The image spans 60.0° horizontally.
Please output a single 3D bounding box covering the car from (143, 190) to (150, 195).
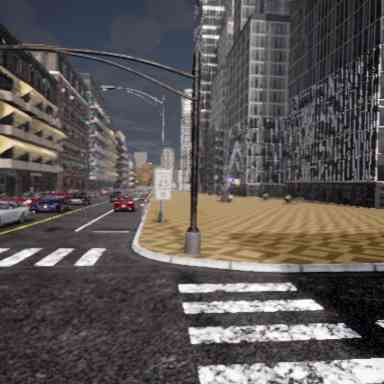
[{"bbox_3d":[-12.522,0.018,91.384,1.802,1.307,4.206,0,1,-6],"label":"car"}]

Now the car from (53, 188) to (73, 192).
[{"bbox_3d":[-15.365,0.428,39.885,2.192,1.841,5.009,0,1,-6],"label":"car"}]

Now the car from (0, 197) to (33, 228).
[{"bbox_3d":[-10.327,1.130,17.410,1.895,1.301,4.718,1,1,-6],"label":"car"}]

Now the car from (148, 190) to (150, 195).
[{"bbox_3d":[-9.495,0.431,63.305,1.887,1.381,4.507,0,1,-6],"label":"car"}]

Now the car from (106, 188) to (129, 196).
[{"bbox_3d":[-10.174,0.628,45.837,1.837,1.490,4.892,1,1,-6],"label":"car"}]

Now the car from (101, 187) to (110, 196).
[{"bbox_3d":[-18.997,-0.117,73.579,2.192,1.841,5.009,0,1,-6],"label":"car"}]

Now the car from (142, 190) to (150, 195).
[{"bbox_3d":[-11.916,0.070,85.768,1.887,1.381,4.507,0,1,-6],"label":"car"}]

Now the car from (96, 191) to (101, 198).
[{"bbox_3d":[-17.182,0.422,56.736,1.802,1.307,4.206,0,1,-6],"label":"car"}]

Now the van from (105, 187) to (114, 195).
[{"bbox_3d":[-19.602,-0.180,79.194,1.690,1.788,3.998,0,1,-6],"label":"van"}]

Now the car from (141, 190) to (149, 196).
[{"bbox_3d":[-11.329,0.138,80.321,1.752,1.417,4.829,0,1,-6],"label":"car"}]

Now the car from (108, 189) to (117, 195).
[{"bbox_3d":[-20.208,-0.029,84.814,1.802,1.307,4.206,0,1,-6],"label":"car"}]

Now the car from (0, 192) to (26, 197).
[{"bbox_3d":[-13.549,0.933,23.041,1.887,1.381,4.507,0,1,-6],"label":"car"}]

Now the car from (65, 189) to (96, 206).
[{"bbox_3d":[-12.483,0.704,37.532,1.837,1.490,4.892,1,1,-6],"label":"car"}]

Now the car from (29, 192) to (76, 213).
[{"bbox_3d":[-11.393,0.928,27.411,1.994,1.385,4.181,1,1,-5],"label":"car"}]

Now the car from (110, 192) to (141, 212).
[{"bbox_3d":[-5.864,0.977,29.610,1.887,1.381,4.507,0,1,-6],"label":"car"}]

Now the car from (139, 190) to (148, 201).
[{"bbox_3d":[-8.284,0.619,52.073,2.008,1.369,4.403,0,1,-6],"label":"car"}]

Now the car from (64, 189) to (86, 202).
[{"bbox_3d":[-15.970,0.462,45.502,1.967,1.590,4.097,0,1,-6],"label":"car"}]

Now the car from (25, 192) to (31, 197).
[{"bbox_3d":[-14.154,0.736,28.655,1.967,1.590,4.097,0,1,-6],"label":"car"}]
